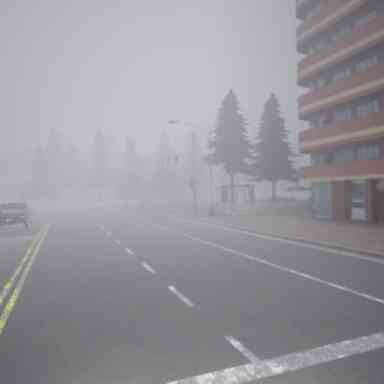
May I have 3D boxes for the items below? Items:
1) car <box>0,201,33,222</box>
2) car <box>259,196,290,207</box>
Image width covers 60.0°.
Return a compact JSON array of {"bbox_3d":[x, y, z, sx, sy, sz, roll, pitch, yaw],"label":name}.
[{"bbox_3d":[-11.278,1.384,21.180,1.837,1.490,4.892,-1,0,-21],"label":"car"},{"bbox_3d":[11.151,1.201,43.309,5.357,1.411,2.033,-1,0,-20],"label":"car"}]
